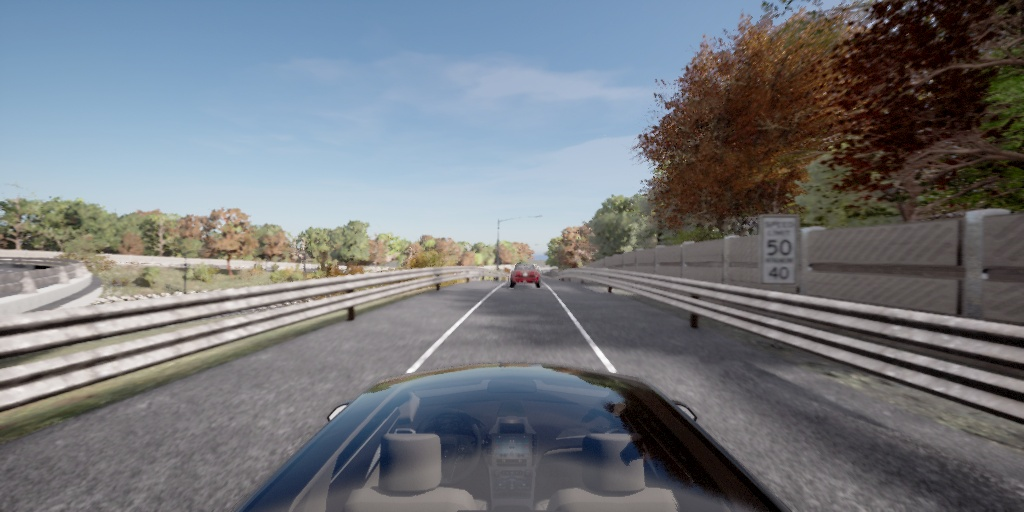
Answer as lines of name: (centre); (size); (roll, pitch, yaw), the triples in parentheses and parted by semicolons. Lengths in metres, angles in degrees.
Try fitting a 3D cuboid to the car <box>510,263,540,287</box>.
car: (0.992, 1.338, 26.721); (2.097, 1.767, 4.553); (1, -2, 3)
